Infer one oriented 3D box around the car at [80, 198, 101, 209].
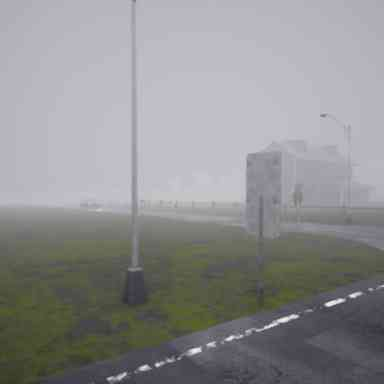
[{"bbox_3d":[-15.896,1.702,51.955,2.097,1.767,4.553,1,-1,-36],"label":"car"}]
